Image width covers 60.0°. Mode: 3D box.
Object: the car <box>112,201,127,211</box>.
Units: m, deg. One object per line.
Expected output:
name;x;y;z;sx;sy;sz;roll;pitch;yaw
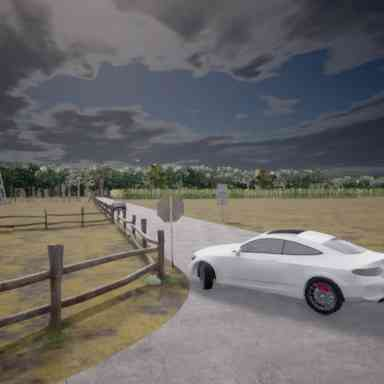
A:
car;-10.894;1.990;49.471;2.033;1.411;5.357;-2;0;-18

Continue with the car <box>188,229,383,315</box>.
car;2.036;1.618;7.783;4.674;1.442;1.812;-2;0;40
